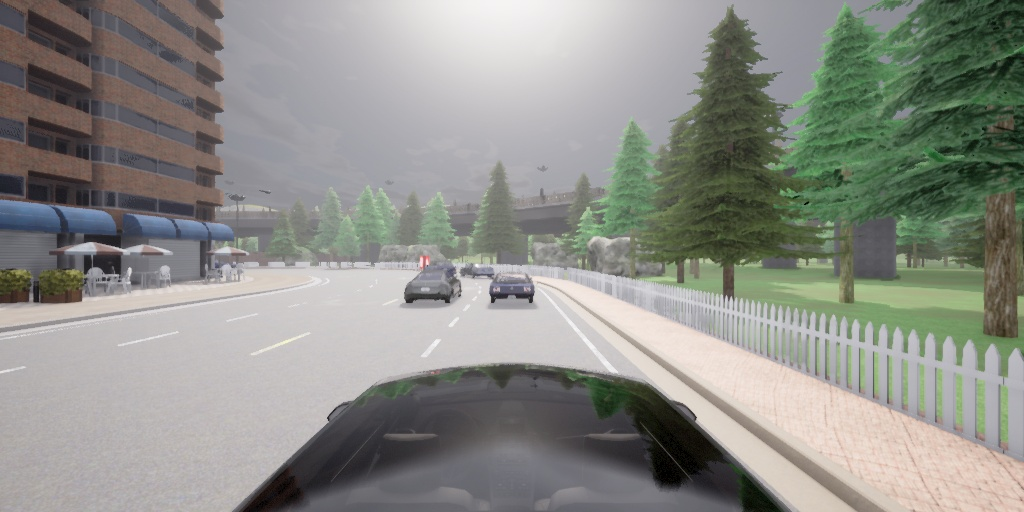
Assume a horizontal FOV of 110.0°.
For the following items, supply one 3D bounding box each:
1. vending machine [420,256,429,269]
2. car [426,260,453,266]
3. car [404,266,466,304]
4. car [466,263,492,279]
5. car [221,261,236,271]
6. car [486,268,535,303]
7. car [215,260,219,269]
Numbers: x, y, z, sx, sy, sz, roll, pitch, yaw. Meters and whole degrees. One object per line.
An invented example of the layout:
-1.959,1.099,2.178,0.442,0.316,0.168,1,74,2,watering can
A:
-12.161,0.944,49.920,0.880,2.100,1.100,0,0,36,vending machine
-6.460,1.116,31.803,2.097,1.767,4.553,0,0,-25,car
-3.500,1.322,16.500,1.994,1.385,4.181,0,0,0,car
-3.304,1.313,33.316,2.033,1.411,5.357,0,0,-25,car
-38.458,1.261,46.383,5.008,1.535,1.882,0,0,0,car
0.000,1.366,16.530,1.895,1.301,4.718,0,0,0,car
-38.400,1.405,42.884,4.718,1.301,1.895,0,0,0,car
